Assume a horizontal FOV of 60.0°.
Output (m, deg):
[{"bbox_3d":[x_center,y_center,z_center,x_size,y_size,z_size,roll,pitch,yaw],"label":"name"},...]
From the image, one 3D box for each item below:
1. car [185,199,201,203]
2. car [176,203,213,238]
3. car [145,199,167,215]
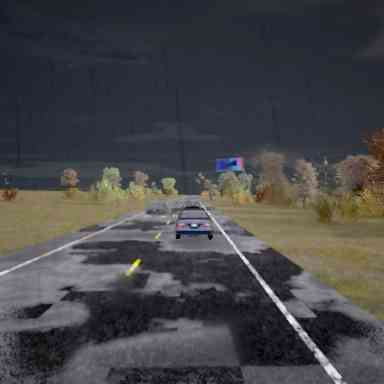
[{"bbox_3d":[0.112,1.570,42.464,2.033,1.411,5.357,0,0,0],"label":"car"},{"bbox_3d":[0.105,1.554,17.606,2.033,1.411,5.357,0,0,0],"label":"car"},{"bbox_3d":[-3.566,1.522,33.979,1.837,1.490,4.892,0,0,0],"label":"car"}]
